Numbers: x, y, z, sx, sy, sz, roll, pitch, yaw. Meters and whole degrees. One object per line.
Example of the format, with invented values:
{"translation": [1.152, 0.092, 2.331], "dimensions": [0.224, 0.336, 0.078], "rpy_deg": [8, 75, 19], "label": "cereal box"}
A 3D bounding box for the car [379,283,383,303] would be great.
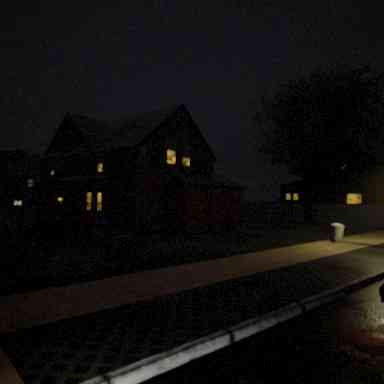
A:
{"translation": [5.845, 1.612, 7.075], "dimensions": [5.357, 1.411, 2.033], "rpy_deg": [1, 0, -41], "label": "car"}
